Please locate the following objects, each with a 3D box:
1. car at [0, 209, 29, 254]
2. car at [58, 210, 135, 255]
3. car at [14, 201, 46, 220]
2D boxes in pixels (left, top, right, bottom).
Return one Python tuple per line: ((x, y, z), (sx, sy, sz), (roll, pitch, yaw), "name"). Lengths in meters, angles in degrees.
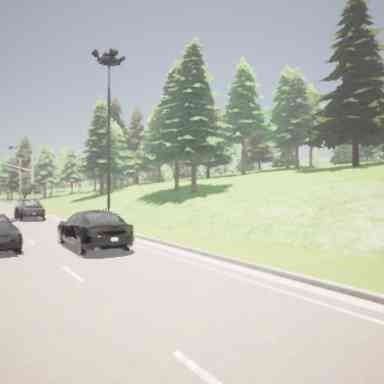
((-7.776, 1.538, 12.787), (1.994, 1.385, 4.181), (0, 0, -34), "car")
((-4.016, 1.457, 13.461), (1.882, 1.535, 5.008), (0, 0, -34), "car")
((-13.154, 1.442, 26.958), (2.128, 1.511, 4.902), (0, 0, -34), "car")
